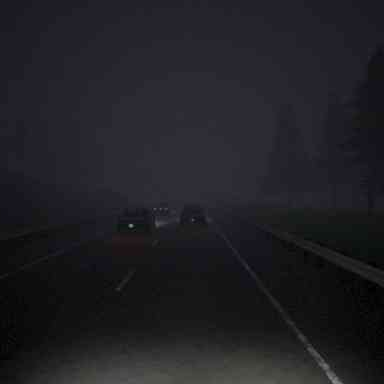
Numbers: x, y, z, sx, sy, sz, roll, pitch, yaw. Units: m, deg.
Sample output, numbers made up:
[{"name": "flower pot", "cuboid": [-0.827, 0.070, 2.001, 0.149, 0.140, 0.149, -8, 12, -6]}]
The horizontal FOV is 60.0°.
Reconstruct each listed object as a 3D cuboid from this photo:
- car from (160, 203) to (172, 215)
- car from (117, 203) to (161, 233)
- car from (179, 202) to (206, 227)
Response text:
[{"name": "car", "cuboid": [-3.483, 1.952, 39.355, 2.033, 1.411, 5.357, 0, -1, 0]}, {"name": "car", "cuboid": [-3.436, 1.710, 21.172, 2.128, 1.511, 4.902, 0, -1, 0]}, {"name": "car", "cuboid": [0.055, 1.752, 25.230, 2.128, 1.511, 4.902, 0, 0, 0]}]
